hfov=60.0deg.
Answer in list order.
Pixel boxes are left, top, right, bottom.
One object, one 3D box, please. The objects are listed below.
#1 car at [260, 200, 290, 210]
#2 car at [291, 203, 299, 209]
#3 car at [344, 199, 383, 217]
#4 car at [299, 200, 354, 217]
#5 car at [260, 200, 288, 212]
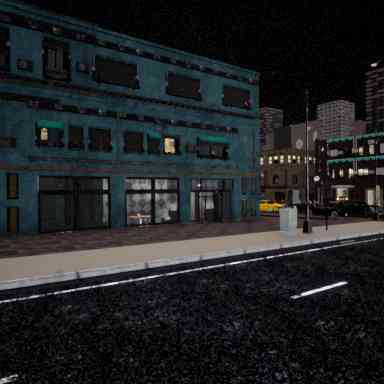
[{"bbox_3d":[12.443,1.901,49.903,1.802,1.307,4.206,-2,0,-35],"label":"car"},{"bbox_3d":[15.643,1.807,45.387,2.008,1.369,4.403,-2,0,-35],"label":"car"},{"bbox_3d":[16.776,1.549,33.715,2.097,1.767,4.553,-1,0,-34],"label":"car"},{"bbox_3d":[13.531,1.812,33.664,1.947,1.339,4.313,-1,0,-35],"label":"car"},{"bbox_3d":[9.791,1.814,43.647,1.882,1.535,5.008,-1,0,-35],"label":"car"}]
